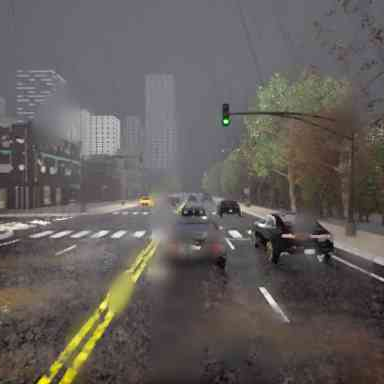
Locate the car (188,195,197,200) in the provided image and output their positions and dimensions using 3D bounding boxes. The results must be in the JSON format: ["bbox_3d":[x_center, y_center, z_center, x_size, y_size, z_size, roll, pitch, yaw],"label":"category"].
[{"bbox_3d":[0.064,1.430,72.415,1.882,1.535,5.008,0,0,0],"label":"car"}]

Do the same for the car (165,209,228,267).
[{"bbox_3d":[0.110,1.543,11.321,2.033,1.411,5.357,0,0,0],"label":"car"}]

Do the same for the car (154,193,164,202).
[{"bbox_3d":[-6.453,1.185,64.279,2.150,2.045,5.566,0,0,0],"label":"car"}]

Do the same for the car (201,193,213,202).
[{"bbox_3d":[3.314,1.177,72.443,2.150,2.045,5.566,0,0,0],"label":"car"}]

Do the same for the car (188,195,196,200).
[{"bbox_3d":[0.074,1.338,82.835,1.994,1.385,4.181,0,0,0],"label":"car"}]

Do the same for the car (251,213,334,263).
[{"bbox_3d":[3.362,1.487,11.895,2.128,1.511,4.902,0,0,0],"label":"car"}]

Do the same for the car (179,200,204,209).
[{"bbox_3d":[0.127,1.589,28.074,1.895,1.301,4.718,0,0,0],"label":"car"}]

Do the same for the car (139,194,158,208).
[{"bbox_3d":[-6.534,1.454,48.578,1.882,1.535,5.008,0,0,0],"label":"car"}]

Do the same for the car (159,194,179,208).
[{"bbox_3d":[-3.287,1.454,48.413,1.882,1.535,5.008,0,0,0],"label":"car"}]

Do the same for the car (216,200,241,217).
[{"bbox_3d":[3.378,1.464,31.391,1.882,1.535,5.008,0,0,0],"label":"car"}]

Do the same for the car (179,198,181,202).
[{"bbox_3d":[-3.211,1.529,63.854,1.994,1.385,4.181,0,0,1],"label":"car"}]

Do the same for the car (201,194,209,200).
[{"bbox_3d":[3.324,1.309,82.832,1.812,1.442,4.674,0,0,0],"label":"car"}]
